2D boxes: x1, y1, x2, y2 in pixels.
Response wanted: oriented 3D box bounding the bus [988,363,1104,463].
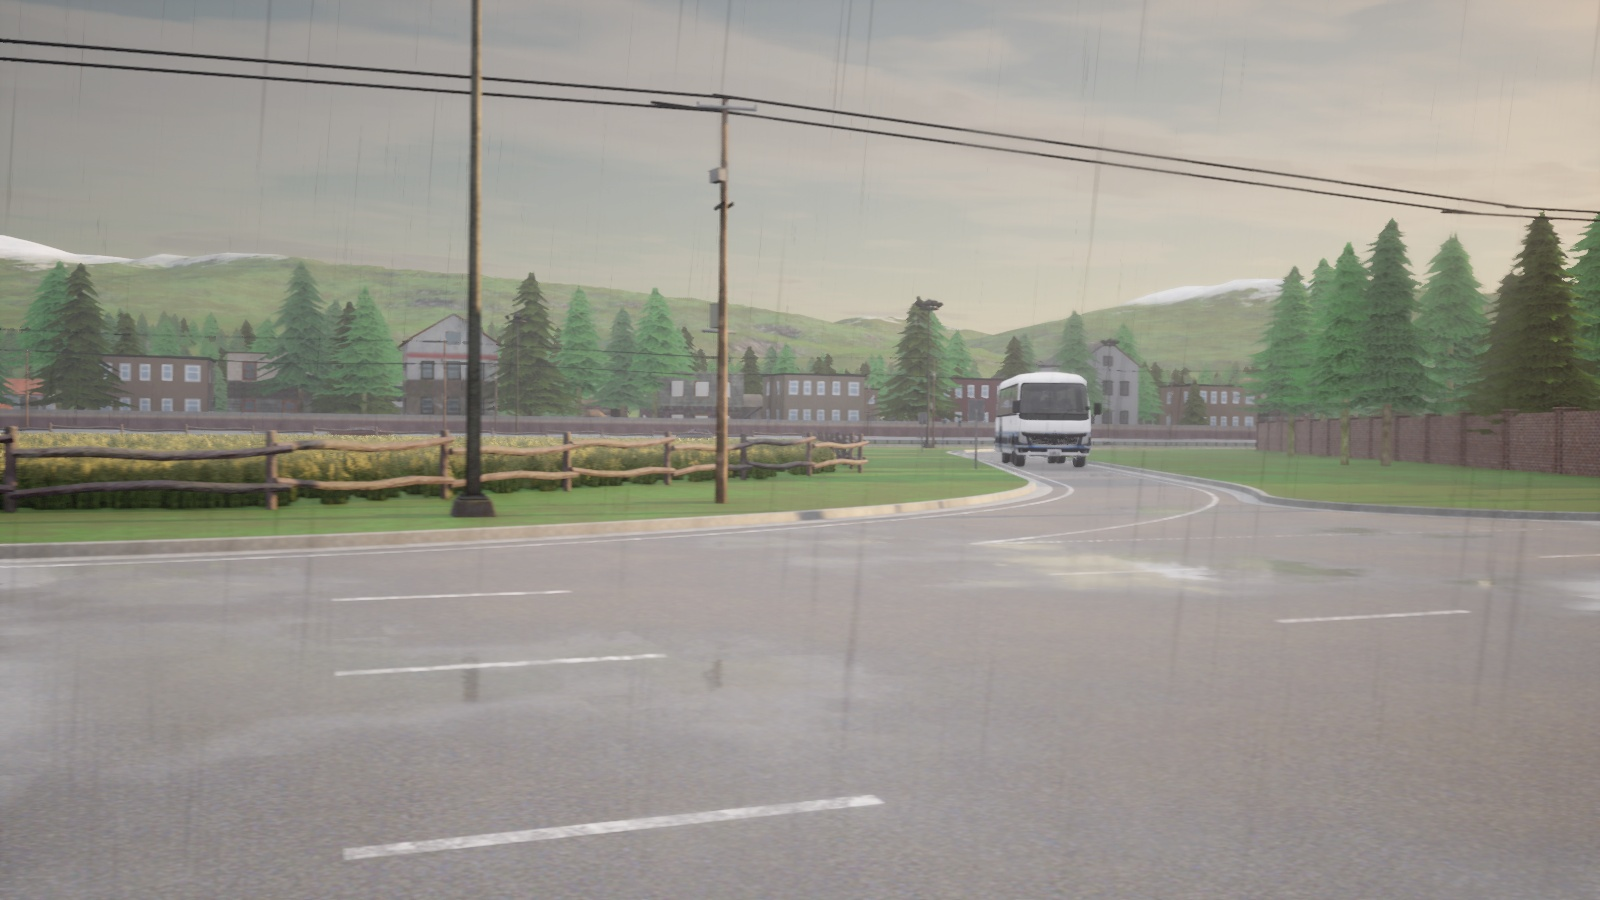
[{"bbox_3d":[11.263,-1.655,58.670,3.944,4.253,10.273,0,1,3],"label":"bus"}]
